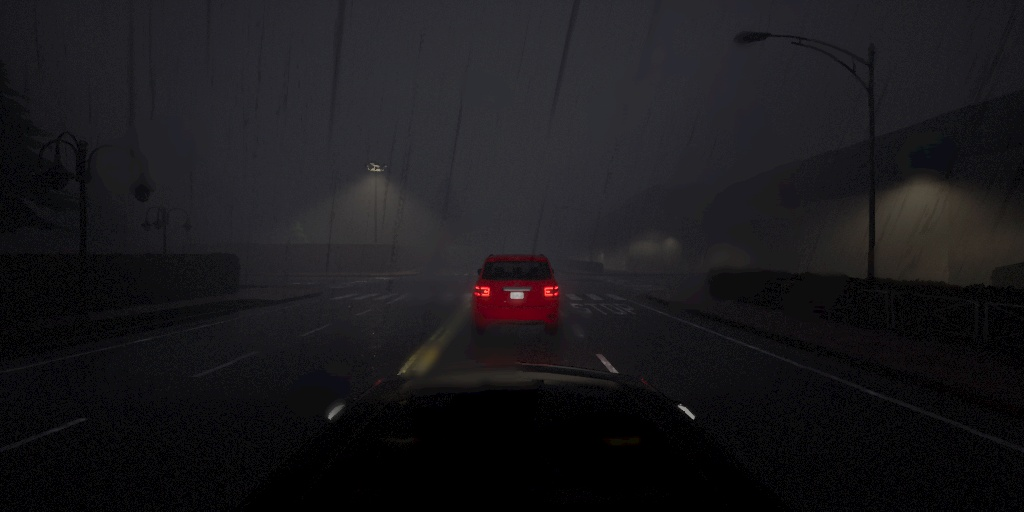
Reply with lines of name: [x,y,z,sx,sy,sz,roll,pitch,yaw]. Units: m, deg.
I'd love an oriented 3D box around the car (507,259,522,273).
car: [0.340,1.228,45.516,1.882,1.535,5.008,0,0,1]

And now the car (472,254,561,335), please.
car: [0.118,0.971,10.658,2.150,2.045,5.566,0,0,0]
